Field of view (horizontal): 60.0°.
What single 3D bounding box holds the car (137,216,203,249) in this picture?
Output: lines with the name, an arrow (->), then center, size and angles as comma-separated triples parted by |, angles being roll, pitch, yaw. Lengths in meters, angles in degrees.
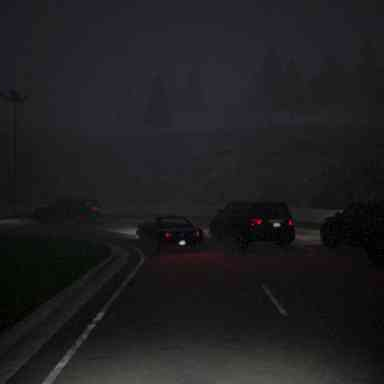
car -> -1.208, 1.780, 15.577 | 1.895, 1.301, 4.718 | 0, -1, -21

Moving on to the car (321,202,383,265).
car -> 6.956, 1.370, 12.523 | 2.150, 2.045, 5.566 | 0, -1, -4

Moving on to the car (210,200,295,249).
car -> 2.625, 1.405, 15.710 | 2.150, 2.045, 5.566 | 1, -1, -15

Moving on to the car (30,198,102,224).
car -> -10.299, 1.534, 27.534 | 5.566, 2.045, 2.150 | 0, -1, -1
